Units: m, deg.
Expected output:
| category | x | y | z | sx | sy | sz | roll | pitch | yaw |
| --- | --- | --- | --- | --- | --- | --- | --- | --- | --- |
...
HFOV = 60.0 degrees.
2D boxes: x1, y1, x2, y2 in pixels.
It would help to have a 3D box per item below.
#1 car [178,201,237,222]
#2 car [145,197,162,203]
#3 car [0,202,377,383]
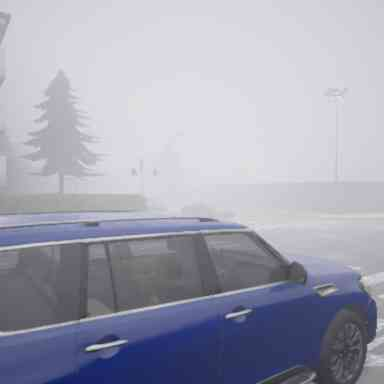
| category | x | y | z | sx | sy | sz | roll | pitch | yaw |
| --- | --- | --- | --- | --- | --- | --- | --- | --- | --- |
| car | 1.152 | 1.528 | 27.606 | 2.033 | 1.411 | 5.357 | 0 | 0 | -36 |
| car | -4.633 | 1.332 | 35.766 | 2.097 | 1.767 | 4.553 | 0 | 0 | -35 |
| car | -0.291 | 1.221 | 3.568 | 5.566 | 2.045 | 2.150 | 0 | 0 | -35 |
